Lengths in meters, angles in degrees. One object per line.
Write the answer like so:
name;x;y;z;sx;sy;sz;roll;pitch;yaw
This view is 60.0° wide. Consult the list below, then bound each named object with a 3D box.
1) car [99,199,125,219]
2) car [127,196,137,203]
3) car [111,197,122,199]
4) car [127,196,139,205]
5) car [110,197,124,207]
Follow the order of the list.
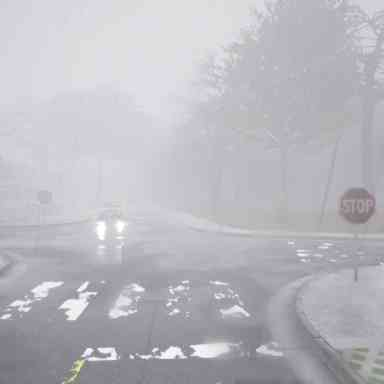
car;-6.929;1.575;28.924;1.895;1.301;4.718;0;0;-9
car;-12.861;1.589;71.326;1.895;1.301;4.718;0;0;-12
car;-9.092;1.464;39.655;1.882;1.535;5.008;0;0;-12
car;-10.705;1.590;61.099;2.128;1.511;4.902;0;0;-12
car;-11.707;1.532;52.107;2.128;1.511;4.902;0;0;-12
